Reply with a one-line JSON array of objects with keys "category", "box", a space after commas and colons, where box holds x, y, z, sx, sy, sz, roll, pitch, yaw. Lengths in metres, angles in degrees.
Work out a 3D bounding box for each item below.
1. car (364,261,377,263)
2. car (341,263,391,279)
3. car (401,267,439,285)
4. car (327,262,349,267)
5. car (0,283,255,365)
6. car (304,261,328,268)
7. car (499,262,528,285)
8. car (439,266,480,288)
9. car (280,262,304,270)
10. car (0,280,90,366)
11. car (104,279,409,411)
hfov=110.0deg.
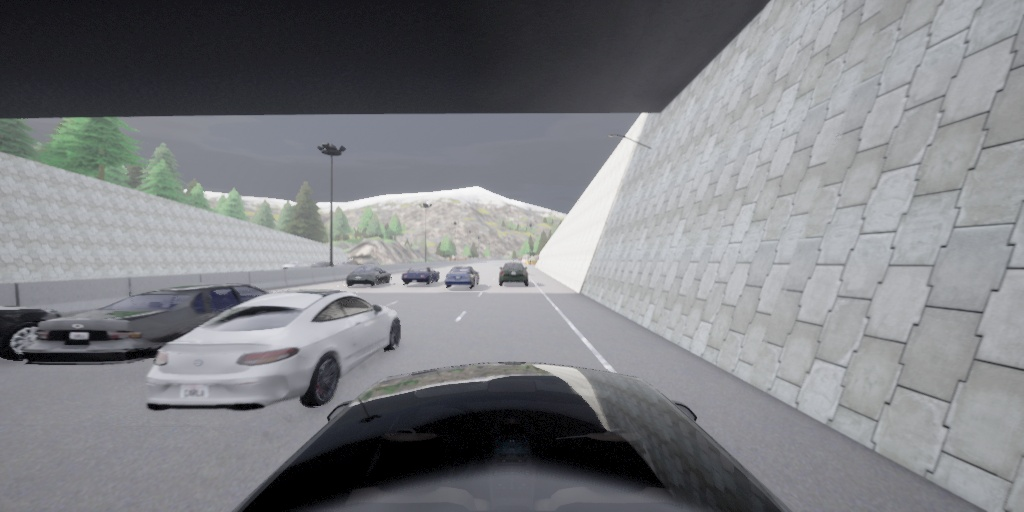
[{"category": "car", "box": [-20.973, 1.537, 52.773, 1.837, 1.490, 4.892, 0, -1, 0]}, {"category": "car", "box": [-10.384, 1.448, 26.238, 1.994, 1.385, 4.181, 0, 0, 0]}, {"category": "car", "box": [-6.882, 1.492, 27.559, 1.895, 1.301, 4.718, 0, 0, 0]}, {"category": "car", "box": [-24.482, 1.590, 52.248, 1.994, 1.385, 4.181, 0, 0, 0]}, {"category": "car", "box": [-6.896, 1.333, 8.224, 2.033, 1.411, 5.357, 0, 0, 0]}, {"category": "car", "box": [-27.972, 1.537, 52.809, 1.837, 1.490, 4.892, 0, -1, 0]}, {"category": "car", "box": [0.118, 1.247, 27.475, 2.097, 1.767, 4.553, 0, 0, 0]}, {"category": "car", "box": [-3.383, 1.424, 24.967, 2.033, 1.411, 5.357, 0, 0, 0]}, {"category": "car", "box": [-31.481, 1.550, 51.958, 1.812, 1.442, 4.674, 0, -1, 0]}, {"category": "car", "box": [-10.397, 1.275, 5.593, 1.837, 1.490, 4.892, 0, 0, 0]}, {"category": "car", "box": [-3.398, 1.300, 6.145, 1.812, 1.442, 4.674, 0, 0, 0]}]
